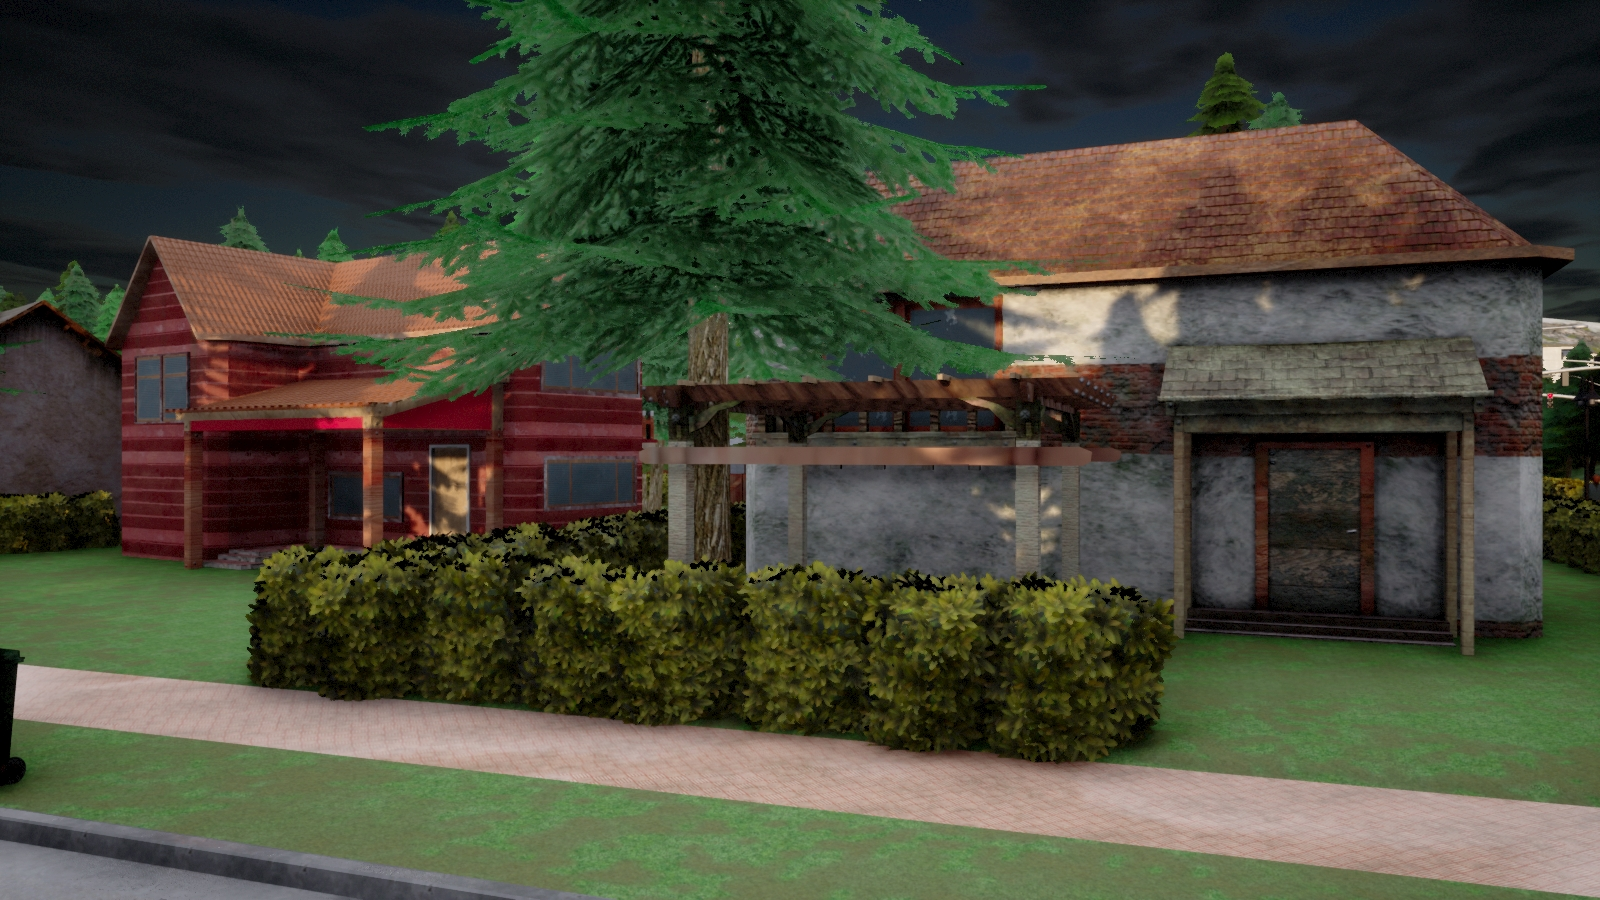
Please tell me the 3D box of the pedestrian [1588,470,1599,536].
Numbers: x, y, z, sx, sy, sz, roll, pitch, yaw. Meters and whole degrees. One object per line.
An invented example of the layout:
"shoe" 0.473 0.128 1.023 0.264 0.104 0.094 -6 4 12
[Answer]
"pedestrian" 22.814 1.501 32.665 0.375 1.860 0.375 0 0 19
